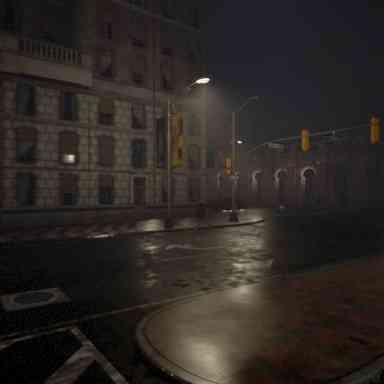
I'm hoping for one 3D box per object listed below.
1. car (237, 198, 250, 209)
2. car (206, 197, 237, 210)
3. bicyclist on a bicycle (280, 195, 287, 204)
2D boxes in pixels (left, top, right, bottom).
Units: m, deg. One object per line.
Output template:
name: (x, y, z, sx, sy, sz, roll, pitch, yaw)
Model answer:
car: (5.729, 1.505, 45.396, 1.837, 1.490, 4.892, 0, 0, -36)
car: (2.929, 1.547, 43.285, 2.033, 1.411, 5.357, 0, 0, -36)
bicyclist on a bicycle: (15.552, 1.300, 56.504, 1.656, 1.620, 0.582, 0, 0, -36)
